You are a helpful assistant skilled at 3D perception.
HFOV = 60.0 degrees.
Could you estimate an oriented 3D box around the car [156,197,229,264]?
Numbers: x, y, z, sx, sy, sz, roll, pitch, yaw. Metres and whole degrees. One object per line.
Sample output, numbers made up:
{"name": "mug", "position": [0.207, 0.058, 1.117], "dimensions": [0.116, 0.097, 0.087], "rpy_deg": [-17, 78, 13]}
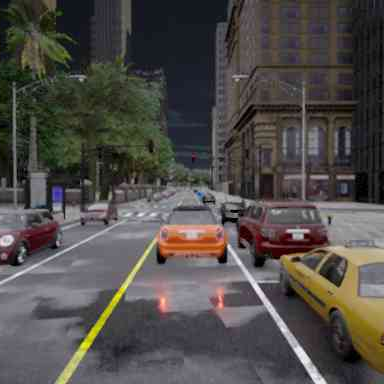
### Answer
{"name": "car", "position": [-0.003, 1.223, 11.490], "dimensions": [2.097, 1.767, 4.553], "rpy_deg": [0, 1, 0]}

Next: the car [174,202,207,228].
{"name": "car", "position": [-0.083, 1.361, 21.311], "dimensions": [1.895, 1.301, 4.718], "rpy_deg": [0, 1, 0]}

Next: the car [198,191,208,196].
{"name": "car", "position": [2.391, 0.945, 53.580], "dimensions": [1.947, 1.339, 4.313], "rpy_deg": [0, 1, 0]}

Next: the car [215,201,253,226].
{"name": "car", "position": [2.615, 1.315, 21.726], "dimensions": [1.947, 1.339, 4.313], "rpy_deg": [0, 1, 0]}

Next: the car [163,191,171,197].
{"name": "car", "position": [-6.362, 0.532, 85.889], "dimensions": [1.752, 1.417, 4.829], "rpy_deg": [0, 1, 0]}

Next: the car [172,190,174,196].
{"name": "car", "position": [-6.327, 0.387, 80.636], "dimensions": [2.192, 1.841, 5.009], "rpy_deg": [0, 1, 0]}

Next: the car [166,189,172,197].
{"name": "car", "position": [-6.288, 0.579, 75.218], "dimensions": [1.967, 1.590, 4.097], "rpy_deg": [0, 1, 0]}

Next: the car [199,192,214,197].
{"name": "car", "position": [2.429, 1.009, 48.160], "dimensions": [1.947, 1.339, 4.313], "rpy_deg": [0, 1, 0]}

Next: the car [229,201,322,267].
{"name": "car", "position": [2.689, 1.186, 10.873], "dimensions": [2.192, 1.841, 5.009], "rpy_deg": [0, 1, 0]}

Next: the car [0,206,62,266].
{"name": "car", "position": [-5.835, 1.332, 10.831], "dimensions": [1.967, 1.590, 4.097], "rpy_deg": [0, 1, 0]}

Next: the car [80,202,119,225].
{"name": "car", "position": [-5.911, 1.351, 21.684], "dimensions": [1.802, 1.307, 4.206], "rpy_deg": [0, 1, 0]}

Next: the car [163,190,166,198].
{"name": "car", "position": [-6.173, 0.775, 58.958], "dimensions": [1.967, 1.590, 4.097], "rpy_deg": [0, 1, 0]}

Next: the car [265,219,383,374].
{"name": "car", "position": [2.728, 1.455, 5.621], "dimensions": [1.752, 1.417, 4.829], "rpy_deg": [0, 1, 0]}

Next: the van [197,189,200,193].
{"name": "van", "position": [2.313, 0.592, 64.417], "dimensions": [1.690, 1.788, 3.998], "rpy_deg": [0, 1, 0]}

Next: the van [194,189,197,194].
{"name": "van", "position": [2.161, 0.325, 86.096], "dimensions": [1.690, 1.788, 3.998], "rpy_deg": [0, 1, 0]}

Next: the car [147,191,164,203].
{"name": "car", "position": [-6.135, 0.950, 53.540], "dimensions": [2.008, 1.369, 4.403], "rpy_deg": [0, 1, 0]}

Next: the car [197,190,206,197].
{"name": "car", "position": [2.351, 0.839, 59.169], "dimensions": [1.752, 1.417, 4.829], "rpy_deg": [0, 1, 0]}
